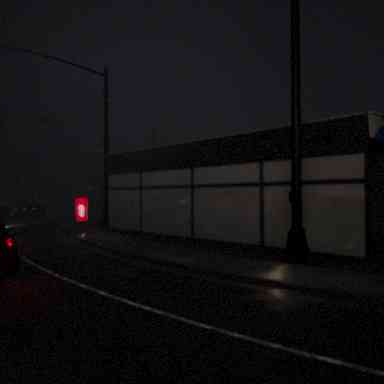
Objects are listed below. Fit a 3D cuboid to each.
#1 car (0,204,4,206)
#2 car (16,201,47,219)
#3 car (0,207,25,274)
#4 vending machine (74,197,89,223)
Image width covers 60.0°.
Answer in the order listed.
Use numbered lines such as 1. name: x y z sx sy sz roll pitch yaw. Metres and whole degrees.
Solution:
1. car: -19.817 1.882 33.358 2.128 1.511 4.902 0 0 -11
2. car: -16.341 1.726 33.801 2.097 1.767 4.553 0 -1 -11
3. car: -6.904 1.474 10.223 2.097 1.767 4.553 0 -1 -39
4. vending machine: -9.201 1.483 27.794 1.100 2.100 0.880 0 -1 -13
